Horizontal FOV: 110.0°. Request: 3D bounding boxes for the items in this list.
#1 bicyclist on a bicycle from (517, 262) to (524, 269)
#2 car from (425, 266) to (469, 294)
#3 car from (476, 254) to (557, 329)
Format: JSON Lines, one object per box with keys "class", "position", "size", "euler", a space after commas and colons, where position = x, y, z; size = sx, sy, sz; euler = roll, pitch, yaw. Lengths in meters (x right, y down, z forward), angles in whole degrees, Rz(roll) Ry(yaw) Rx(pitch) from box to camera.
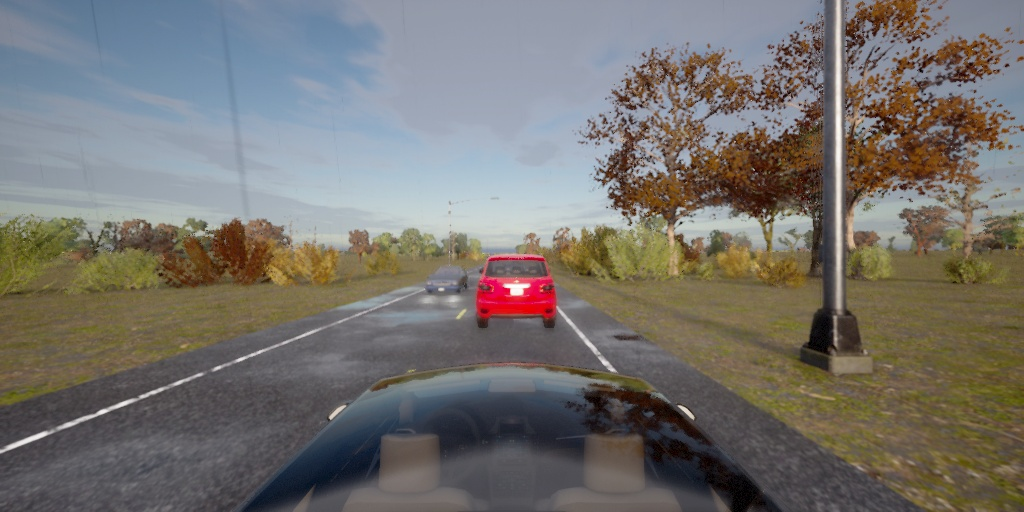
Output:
{"class": "bicyclist on a bicycle", "position": [0.909, 1.146, 35.026], "size": [0.659, 1.776, 1.843], "euler": [0, 1, 0]}
{"class": "car", "position": [-3.602, 1.313, 20.874], "size": [2.033, 1.411, 5.357], "euler": [0, 0, 0]}
{"class": "car", "position": [0.099, 0.978, 11.470], "size": [2.150, 2.045, 5.566], "euler": [0, 0, 0]}
